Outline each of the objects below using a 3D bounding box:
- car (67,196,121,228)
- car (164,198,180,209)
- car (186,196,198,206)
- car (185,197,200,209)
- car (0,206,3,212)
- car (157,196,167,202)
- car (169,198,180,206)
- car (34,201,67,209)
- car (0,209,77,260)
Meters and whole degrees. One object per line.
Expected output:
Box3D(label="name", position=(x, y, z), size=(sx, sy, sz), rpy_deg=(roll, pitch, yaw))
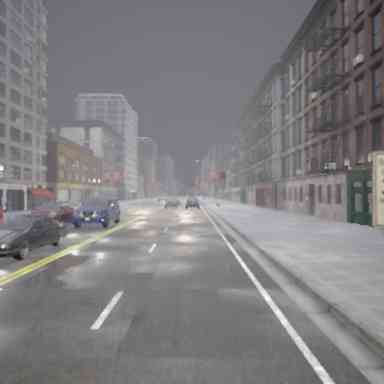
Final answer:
Box3D(label="car", position=(-6.504, 1.336, 23.423), size=(2.150, 2.045, 5.566), rpy_deg=(0, 0, 0))
Box3D(label="car", position=(-3.161, 1.771, 51.369), size=(1.812, 1.442, 4.674), rpy_deg=(0, -1, 0))
Box3D(label="car", position=(-0.013, 1.651, 63.116), size=(2.097, 1.767, 4.553), rpy_deg=(0, 0, 0))
Box3D(label="car", position=(0.083, 1.594, 50.017), size=(2.097, 1.767, 4.553), rpy_deg=(0, 0, 0))
Box3D(label="car", position=(-9.811, 1.288, 13.345), size=(2.150, 2.045, 5.566), rpy_deg=(0, 0, 0))
Box3D(label="car", position=(-6.515, 1.553, 72.508), size=(1.895, 1.301, 4.718), rpy_deg=(0, 0, 0))
Box3D(label="car", position=(-3.262, 1.862, 63.024), size=(1.994, 1.385, 4.181), rpy_deg=(0, 0, 0))
Box3D(label="car", position=(-9.754, 1.466, 23.334), size=(2.097, 1.767, 4.553), rpy_deg=(0, 0, 0))
Box3D(label="car", position=(-6.560, 1.612, 12.946), size=(2.033, 1.411, 5.357), rpy_deg=(0, 0, 0))
